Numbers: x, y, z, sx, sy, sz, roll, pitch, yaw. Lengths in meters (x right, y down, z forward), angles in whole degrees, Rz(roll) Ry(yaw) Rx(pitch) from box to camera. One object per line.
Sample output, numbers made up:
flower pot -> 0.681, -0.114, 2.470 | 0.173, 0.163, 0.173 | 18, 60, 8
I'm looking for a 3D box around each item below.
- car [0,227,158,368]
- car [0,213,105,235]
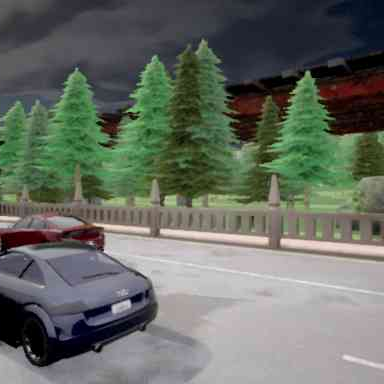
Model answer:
car -> -2.611, 1.585, 5.852 | 4.181, 1.385, 1.994 | 0, 0, 36
car -> -5.283, 1.520, 12.075 | 5.008, 1.535, 1.882 | -1, 0, 36
